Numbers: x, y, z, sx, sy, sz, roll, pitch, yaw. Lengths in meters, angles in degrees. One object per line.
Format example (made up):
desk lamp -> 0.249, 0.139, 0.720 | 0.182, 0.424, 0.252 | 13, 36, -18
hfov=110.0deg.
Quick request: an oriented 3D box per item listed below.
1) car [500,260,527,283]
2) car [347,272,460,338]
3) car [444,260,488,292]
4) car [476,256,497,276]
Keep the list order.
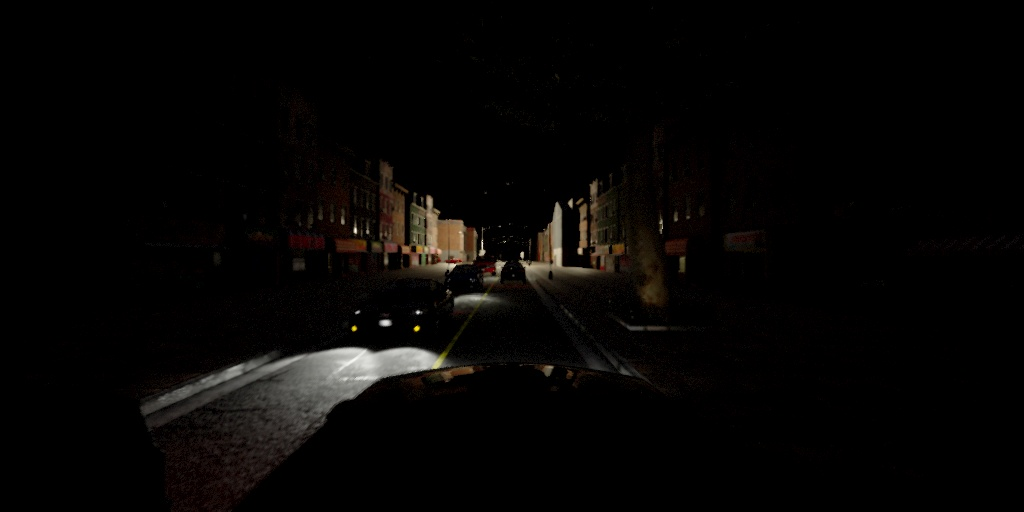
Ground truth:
car -> 0.102, 1.231, 27.656 | 1.882, 1.535, 5.008 | 0, 0, 0
car -> -2.837, 1.314, 10.044 | 1.994, 1.385, 4.181 | 0, 0, 0
car -> -2.773, 1.229, 21.670 | 1.882, 1.535, 5.008 | 0, 1, 1
car -> -2.734, 0.979, 37.056 | 2.150, 2.045, 5.566 | 0, 0, 0
